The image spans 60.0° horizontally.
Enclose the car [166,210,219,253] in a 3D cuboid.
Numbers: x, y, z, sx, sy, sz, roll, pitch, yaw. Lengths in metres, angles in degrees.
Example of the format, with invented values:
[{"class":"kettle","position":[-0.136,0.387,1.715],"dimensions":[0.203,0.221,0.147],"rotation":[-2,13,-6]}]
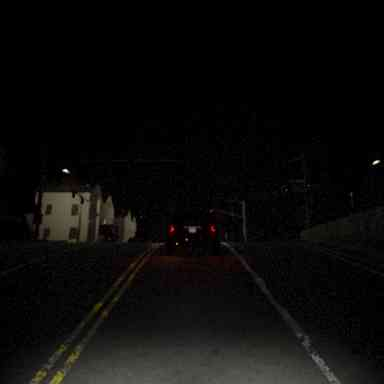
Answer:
[{"class":"car","position":[0.043,1.635,14.883],"dimensions":[2.097,1.767,4.553],"rotation":[0,-4,1]}]
